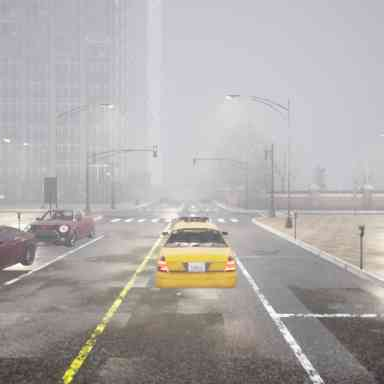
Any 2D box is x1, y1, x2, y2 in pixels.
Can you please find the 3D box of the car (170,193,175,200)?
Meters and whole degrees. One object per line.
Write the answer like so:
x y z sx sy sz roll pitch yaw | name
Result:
-5.936 1.324 85.823 1.967 1.590 4.097 0 0 0 | car

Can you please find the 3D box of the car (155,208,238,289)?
0.088 1.454 9.127 1.801 1.575 5.366 0 0 0 | car

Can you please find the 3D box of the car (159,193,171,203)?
-5.917 1.485 69.140 1.947 1.339 4.313 0 0 0 | car

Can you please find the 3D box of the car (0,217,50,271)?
-5.701 1.579 8.924 1.802 1.307 4.206 0 0 0 | car

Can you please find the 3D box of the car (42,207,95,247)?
-5.708 1.433 14.617 1.967 1.590 4.097 0 0 0 | car

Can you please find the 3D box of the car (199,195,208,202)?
2.602 1.454 74.766 1.887 1.381 4.507 0 0 0 | car

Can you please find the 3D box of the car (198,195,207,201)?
2.596 1.448 80.326 2.008 1.369 4.403 0 0 0 | car

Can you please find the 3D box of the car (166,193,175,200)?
-5.942 1.181 91.382 2.192 1.841 5.009 0 0 0 | car

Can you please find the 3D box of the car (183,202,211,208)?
0.093 1.535 19.390 2.033 1.411 5.357 0 0 0 | car

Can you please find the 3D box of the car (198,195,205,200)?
2.583 1.411 91.448 1.887 1.381 4.507 0 0 0 | car

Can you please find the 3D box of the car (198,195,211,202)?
2.676 1.492 63.651 1.947 1.339 4.313 0 0 0 | car
